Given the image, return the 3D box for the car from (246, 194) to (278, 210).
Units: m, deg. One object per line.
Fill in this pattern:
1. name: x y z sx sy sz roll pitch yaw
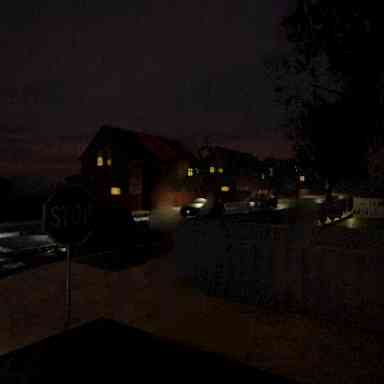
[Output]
1. car: 7.165 0.938 33.803 2.128 1.511 4.902 2 2 35

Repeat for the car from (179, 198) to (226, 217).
1. car: 0.863 1.175 24.887 1.994 1.385 4.181 2 2 35

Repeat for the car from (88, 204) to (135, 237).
1. car: -4.844 1.326 16.768 1.994 1.385 4.181 2 2 36
